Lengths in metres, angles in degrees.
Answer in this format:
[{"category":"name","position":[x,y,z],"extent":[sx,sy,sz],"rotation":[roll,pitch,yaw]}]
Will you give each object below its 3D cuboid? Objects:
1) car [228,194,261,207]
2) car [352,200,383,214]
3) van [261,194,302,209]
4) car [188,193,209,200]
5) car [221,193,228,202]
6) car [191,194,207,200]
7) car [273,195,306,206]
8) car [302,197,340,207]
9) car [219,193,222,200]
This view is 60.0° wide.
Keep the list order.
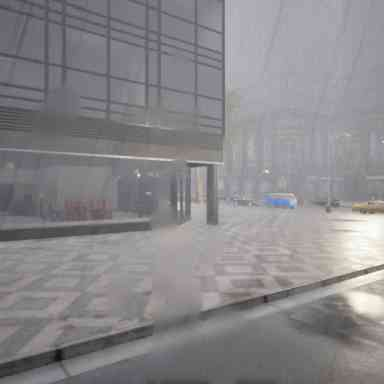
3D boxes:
[{"category":"car","position":[7.303,1.230,44.047],"extent":[2.008,1.369,4.403],"rotation":[1,0,-35]},{"category":"car","position":[17.112,1.398,30.129],"extent":[1.752,1.417,4.829],"rotation":[1,0,-35]},{"category":"van","position":[10.541,1.090,39.455],"extent":[1.690,1.788,3.998],"rotation":[1,0,-35]},{"category":"car","position":[1.320,0.910,67.333],"extent":[2.008,1.369,4.403],"rotation":[1,0,-35]},{"category":"car","position":[7.793,1.073,58.151],"extent":[2.008,1.369,4.403],"rotation":[1,0,-35]},{"category":"car","position":[0.927,1.051,53.095],"extent":[1.752,1.417,4.829],"rotation":[1,0,-35]},{"category":"car","position":[14.267,1.223,48.966],"extent":[1.887,1.381,4.507],"rotation":[1,0,-35]},{"category":"car","position":[17.502,1.315,44.375],"extent":[1.947,1.339,4.313],"rotation":[1,0,-35]},{"category":"car","position":[4.558,0.880,62.742],"extent":[1.967,1.590,4.097],"rotation":[1,0,-35]}]
